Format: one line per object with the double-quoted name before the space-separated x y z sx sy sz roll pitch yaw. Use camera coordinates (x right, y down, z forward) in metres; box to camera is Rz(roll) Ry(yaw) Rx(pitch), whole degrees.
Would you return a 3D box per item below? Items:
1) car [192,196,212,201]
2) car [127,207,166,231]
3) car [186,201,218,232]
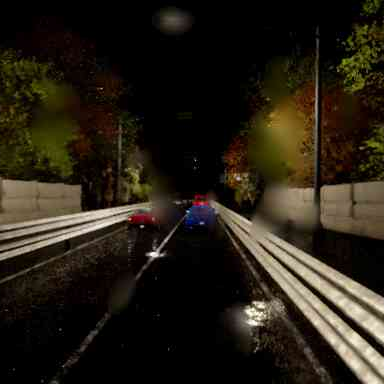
"car" 1.161 1.522 39.348 2.150 2.045 5.566 1 0 2
"car" -2.817 1.685 21.313 1.895 1.301 4.718 1 0 2
"car" 0.629 1.616 21.269 1.882 1.535 5.008 1 0 2
